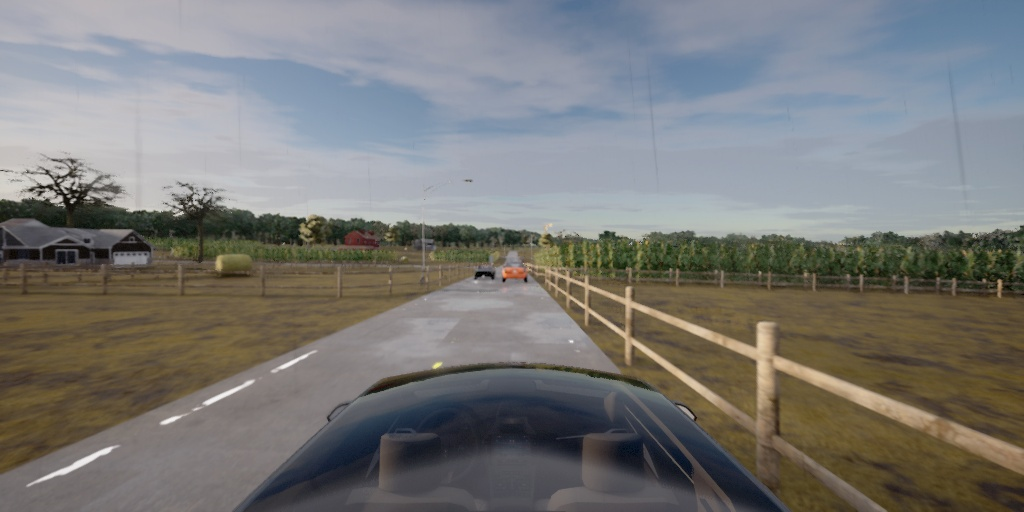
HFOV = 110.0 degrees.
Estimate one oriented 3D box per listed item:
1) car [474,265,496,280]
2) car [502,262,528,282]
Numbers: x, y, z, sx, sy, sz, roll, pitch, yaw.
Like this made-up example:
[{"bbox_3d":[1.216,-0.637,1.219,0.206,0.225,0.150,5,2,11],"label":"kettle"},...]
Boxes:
[{"bbox_3d":[-2.526,1.545,34.166,1.895,1.301,4.718,0,-1,0],"label":"car"},{"bbox_3d":[0.259,1.270,30.965,2.097,1.767,4.553,0,-1,1],"label":"car"}]
